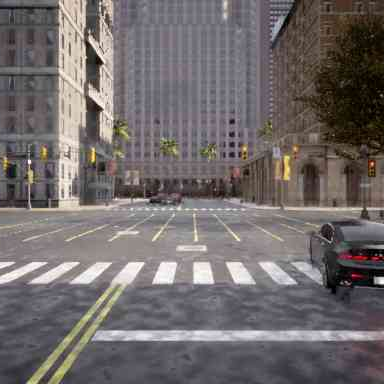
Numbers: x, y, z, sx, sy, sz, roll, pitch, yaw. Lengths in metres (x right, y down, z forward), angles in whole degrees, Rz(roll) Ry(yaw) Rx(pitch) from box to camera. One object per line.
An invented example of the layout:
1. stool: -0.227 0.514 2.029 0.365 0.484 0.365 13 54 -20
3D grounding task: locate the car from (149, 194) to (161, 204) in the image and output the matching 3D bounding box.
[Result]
1. car: -7.128 1.547 64.627 2.033 1.411 5.357 0 0 1

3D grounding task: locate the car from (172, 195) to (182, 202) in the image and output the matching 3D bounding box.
1. car: -3.461 1.524 78.724 2.128 1.511 4.902 0 0 0

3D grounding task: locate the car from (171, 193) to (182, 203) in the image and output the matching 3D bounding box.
1. car: -3.555 1.223 68.448 2.150 2.045 5.566 0 0 1

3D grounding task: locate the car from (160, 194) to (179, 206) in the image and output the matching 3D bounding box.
1. car: -3.687 1.491 55.253 2.128 1.511 4.902 0 0 0

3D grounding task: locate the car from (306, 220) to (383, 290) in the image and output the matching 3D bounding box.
1. car: 4.292 1.503 8.876 1.837 1.490 4.892 -1 -1 13
